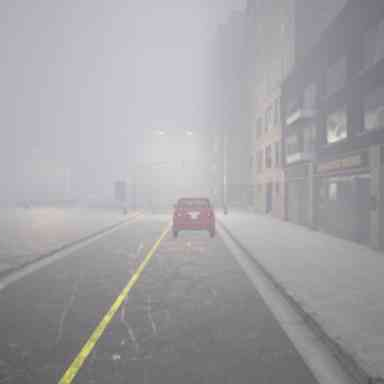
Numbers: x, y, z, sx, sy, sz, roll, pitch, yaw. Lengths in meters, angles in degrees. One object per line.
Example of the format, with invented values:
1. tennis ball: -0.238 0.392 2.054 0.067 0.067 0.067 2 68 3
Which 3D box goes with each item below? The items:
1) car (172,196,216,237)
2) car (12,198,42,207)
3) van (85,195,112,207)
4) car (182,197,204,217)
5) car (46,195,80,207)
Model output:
1. car: 0.093 1.228 18.174 2.150 2.045 5.566 0 0 0
2. car: -26.024 1.636 52.591 4.313 1.339 1.947 0 0 -1
3. van: -14.744 1.417 52.768 3.998 1.788 1.690 0 0 -1
4. car: 0.088 1.369 32.646 2.097 1.767 4.553 0 0 0
5. car: -20.385 1.389 52.679 5.009 1.841 2.192 0 0 -1
